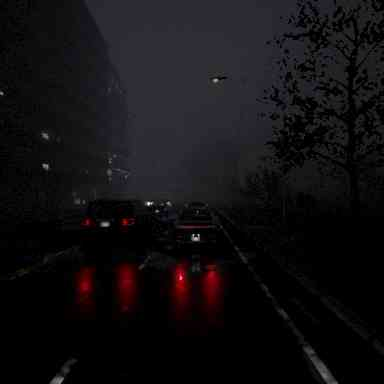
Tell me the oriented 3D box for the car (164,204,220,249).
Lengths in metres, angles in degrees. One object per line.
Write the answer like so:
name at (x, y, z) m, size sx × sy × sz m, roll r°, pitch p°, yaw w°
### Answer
car at (0.176, 1.496, 14.531) m, size 2.128 × 1.511 × 4.902 m, roll 0°, pitch 0°, yaw 1°

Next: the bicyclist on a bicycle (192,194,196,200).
bicyclist on a bicycle at (0.875, 1.395, 90.596) m, size 0.659 × 1.776 × 1.843 m, roll 0°, pitch 0°, yaw -3°

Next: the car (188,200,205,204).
car at (0.402, 1.489, 29.531) m, size 1.882 × 1.535 × 5.008 m, roll 0°, pitch 0°, yaw 1°

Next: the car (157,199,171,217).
car at (-2.848, 1.576, 29.580) m, size 1.994 × 1.385 × 4.181 m, roll 0°, pitch 0°, yaw 1°

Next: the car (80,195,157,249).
car at (-3.073, 1.258, 14.610) m, size 2.150 × 2.045 × 5.566 m, roll 0°, pitch 0°, yaw 1°

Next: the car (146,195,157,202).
car at (-9.241, 1.475, 75.889) m, size 2.128 × 1.511 × 4.902 m, roll 0°, pitch 0°, yaw -1°

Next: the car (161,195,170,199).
car at (-5.992, 1.472, 75.992) m, size 1.812 × 1.442 × 4.674 m, roll 0°, pitch 0°, yaw -1°
